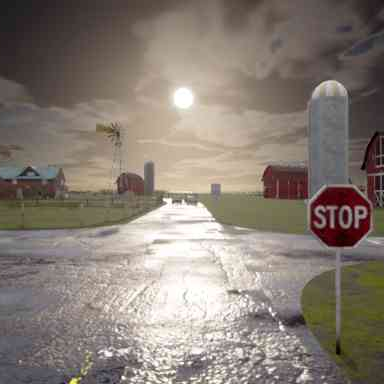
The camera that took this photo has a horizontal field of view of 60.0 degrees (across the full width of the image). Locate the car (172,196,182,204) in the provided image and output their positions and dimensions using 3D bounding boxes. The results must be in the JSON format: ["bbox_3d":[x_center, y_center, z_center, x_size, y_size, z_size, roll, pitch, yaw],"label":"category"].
[{"bbox_3d":[-2.935,1.570,65.294,1.994,1.385,4.181,0,0,-2],"label":"car"}]

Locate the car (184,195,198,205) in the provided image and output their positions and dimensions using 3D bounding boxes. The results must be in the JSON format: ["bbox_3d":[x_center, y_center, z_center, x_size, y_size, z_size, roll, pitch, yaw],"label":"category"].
[{"bbox_3d":[-0.001,1.503,61.194,2.128,1.511,4.902,0,0,-2],"label":"car"}]

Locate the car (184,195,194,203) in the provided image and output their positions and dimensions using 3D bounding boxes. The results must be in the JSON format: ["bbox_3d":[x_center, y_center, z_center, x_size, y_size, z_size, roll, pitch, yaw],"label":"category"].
[{"bbox_3d":[-0.657,1.482,71.304,1.837,1.490,4.892,0,0,-6],"label":"car"}]
